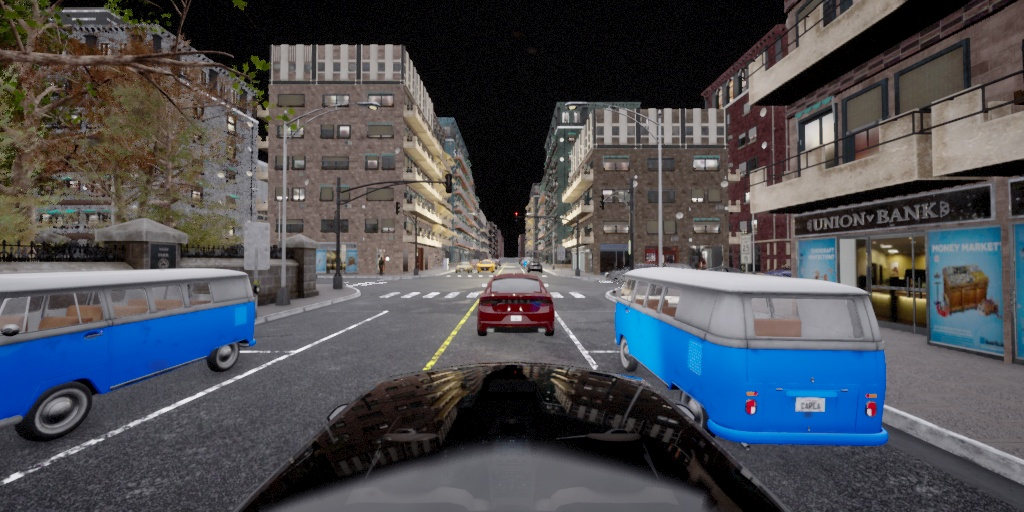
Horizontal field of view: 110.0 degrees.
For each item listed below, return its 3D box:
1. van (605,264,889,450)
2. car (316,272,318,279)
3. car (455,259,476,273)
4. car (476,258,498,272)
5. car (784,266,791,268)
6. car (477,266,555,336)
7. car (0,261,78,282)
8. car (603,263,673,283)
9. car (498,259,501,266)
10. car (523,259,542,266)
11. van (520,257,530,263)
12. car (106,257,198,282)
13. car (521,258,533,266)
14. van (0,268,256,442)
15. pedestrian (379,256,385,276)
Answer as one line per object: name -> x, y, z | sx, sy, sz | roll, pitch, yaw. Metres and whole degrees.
van -> 2.658, 1.092, 5.055 | 1.690, 1.789, 3.998 | 0, 0, 0
car -> -16.610, 1.139, 25.746 | 4.902, 1.511, 2.128 | 0, -1, 1
car -> -5.698, 1.291, 42.829 | 1.751, 1.417, 4.829 | 0, 0, 0
car -> -3.111, 1.243, 43.692 | 1.882, 1.535, 5.008 | 0, 0, 0
car -> 22.591, 1.449, 28.495 | 4.674, 1.442, 1.812 | 0, -1, 1
car -> 0.096, 1.230, 10.416 | 1.882, 1.535, 5.008 | 0, 0, 0
car -> -35.364, 1.094, 25.972 | 5.357, 1.411, 2.033 | 0, -1, 1
car -> 10.043, 1.346, 28.836 | 4.902, 1.511, 2.128 | 0, -1, 4
car -> -3.109, 1.318, 54.315 | 2.033, 1.411, 5.357 | 0, 0, 0
car -> 2.682, 1.331, 43.001 | 1.948, 1.339, 4.313 | 0, 0, 0
van -> 2.678, 1.114, 59.928 | 1.690, 1.789, 3.998 | 0, 0, 0
car -> -25.837, 0.950, 25.856 | 4.553, 1.767, 2.097 | 0, -1, 1
car -> 2.681, 1.318, 48.644 | 2.007, 1.370, 4.403 | 0, 0, 0
van -> -5.657, 1.092, 5.055 | 1.690, 1.789, 3.998 | 0, 0, 0
pedestrian -> -12.546, 0.969, 34.440 | 0.375, 1.860, 0.375 | 0, -1, 1
